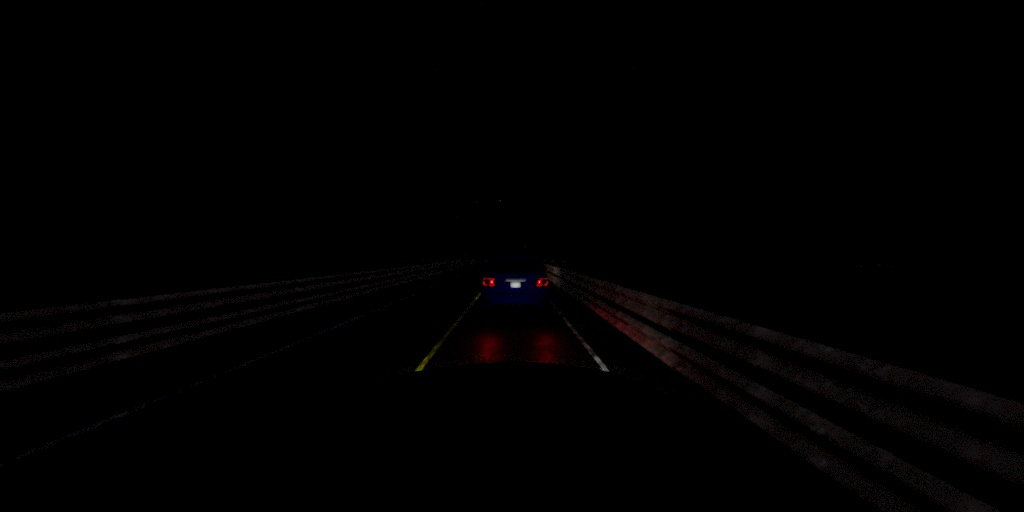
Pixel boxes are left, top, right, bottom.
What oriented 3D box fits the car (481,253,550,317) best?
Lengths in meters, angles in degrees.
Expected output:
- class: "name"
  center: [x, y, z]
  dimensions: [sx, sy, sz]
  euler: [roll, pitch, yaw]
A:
- class: "car"
  center: [0.107, 0.916, 13.034]
  dimensions: [2.150, 2.045, 5.566]
  euler: [0, 0, 0]
